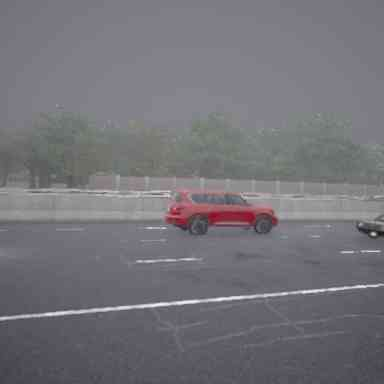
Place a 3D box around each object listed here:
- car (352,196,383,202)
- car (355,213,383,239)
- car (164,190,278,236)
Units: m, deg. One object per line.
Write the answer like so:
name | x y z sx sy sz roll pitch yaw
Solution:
car | 24.569 1.267 46.396 4.902 1.511 2.128 1 1 -19
car | 10.180 1.632 15.548 4.718 1.301 1.895 1 1 -19
car | 1.430 0.949 16.239 5.566 2.045 2.150 1 1 -19
